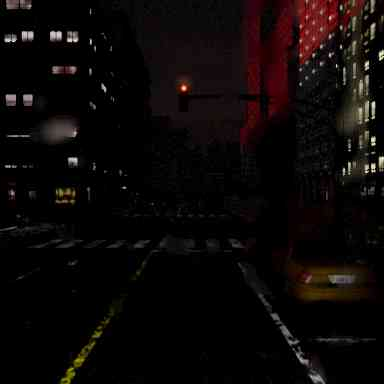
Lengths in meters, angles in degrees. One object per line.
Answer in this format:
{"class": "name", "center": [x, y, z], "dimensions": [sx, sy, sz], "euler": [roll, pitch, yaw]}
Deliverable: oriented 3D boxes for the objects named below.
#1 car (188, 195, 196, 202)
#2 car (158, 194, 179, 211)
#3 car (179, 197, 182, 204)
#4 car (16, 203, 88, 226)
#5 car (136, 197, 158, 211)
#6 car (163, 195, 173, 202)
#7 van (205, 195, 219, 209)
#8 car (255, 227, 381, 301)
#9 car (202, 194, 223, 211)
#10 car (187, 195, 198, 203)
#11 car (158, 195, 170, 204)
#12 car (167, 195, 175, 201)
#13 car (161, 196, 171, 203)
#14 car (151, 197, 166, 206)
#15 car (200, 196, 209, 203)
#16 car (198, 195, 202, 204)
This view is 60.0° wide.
{"class": "car", "center": [-0.006, 1.577, 80.075], "dimensions": [1.837, 1.490, 4.892], "euler": [0, 0, 0]}
{"class": "car", "center": [-3.106, 1.239, 41.438], "dimensions": [2.150, 2.045, 5.566], "euler": [0, 0, 0]}
{"class": "car", "center": [-3.062, 1.554, 63.379], "dimensions": [1.837, 1.490, 4.892], "euler": [0, -1, 0]}
{"class": "car", "center": [-10.484, 1.623, 25.044], "dimensions": [5.008, 1.535, 1.882], "euler": [-1, 2, -14]}
{"class": "car", "center": [-5.697, 1.567, 40.500], "dimensions": [2.008, 1.369, 4.403], "euler": [0, 0, 0]}
{"class": "car", "center": [-5.701, 1.516, 79.187], "dimensions": [1.967, 1.590, 4.097], "euler": [0, 0, 0]}
{"class": "van", "center": [2.681, 1.363, 46.027], "dimensions": [1.690, 1.788, 3.998], "euler": [0, 0, 0]}
{"class": "car", "center": [2.685, 1.526, 8.258], "dimensions": [1.752, 1.417, 4.829], "euler": [0, 0, 0]}
{"class": "car", "center": [2.682, 1.331, 40.501], "dimensions": [2.192, 1.841, 5.009], "euler": [0, 0, 0]}
{"class": "car", "center": [0.096, 1.583, 68.960], "dimensions": [1.812, 1.442, 4.674], "euler": [0, 0, 0]}
{"class": "car", "center": [-5.700, 1.496, 68.134], "dimensions": [1.967, 1.590, 4.097], "euler": [0, 0, 0]}
{"class": "car", "center": [-5.701, 1.623, 90.070], "dimensions": [1.752, 1.417, 4.829], "euler": [0, 0, 0]}
{"class": "car", "center": [-5.700, 1.647, 73.660], "dimensions": [1.802, 1.307, 4.206], "euler": [0, 0, 0]}
{"class": "car", "center": [-5.699, 1.588, 57.080], "dimensions": [2.008, 1.369, 4.403], "euler": [0, 0, 0]}
{"class": "car", "center": [2.680, 1.610, 73.661], "dimensions": [1.887, 1.381, 4.507], "euler": [0, 0, 0]}
{"class": "car", "center": [2.680, 1.361, 62.607], "dimensions": [2.192, 1.841, 5.009], "euler": [0, 0, 0]}
